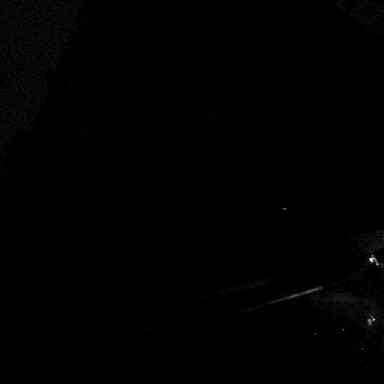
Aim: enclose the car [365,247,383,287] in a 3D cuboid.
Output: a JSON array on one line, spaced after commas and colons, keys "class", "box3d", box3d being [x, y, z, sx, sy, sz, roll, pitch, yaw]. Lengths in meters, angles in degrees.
[{"class": "car", "box3d": [6.157, 1.519, 8.210, 4.674, 1.442, 1.812, 0, 0, -36]}]
